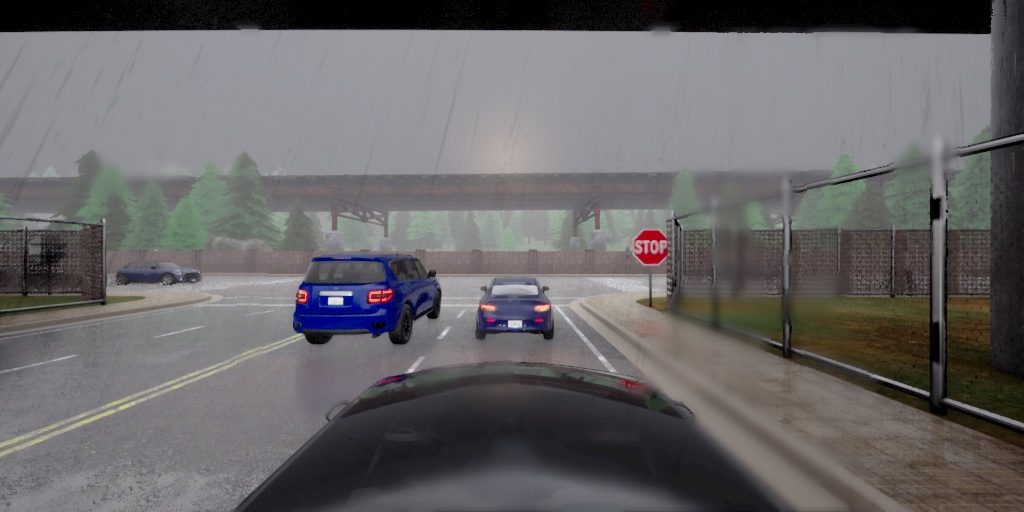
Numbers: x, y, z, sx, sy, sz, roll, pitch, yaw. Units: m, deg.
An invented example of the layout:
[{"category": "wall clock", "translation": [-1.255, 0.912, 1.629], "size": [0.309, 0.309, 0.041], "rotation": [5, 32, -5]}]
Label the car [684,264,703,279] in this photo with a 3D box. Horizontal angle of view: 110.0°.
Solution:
[{"category": "car", "translation": [17.732, 1.252, 31.538], "size": [4.892, 1.490, 1.837], "rotation": [0, 0, 1]}]

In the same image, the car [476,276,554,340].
[{"category": "car", "translation": [0.078, 1.275, 9.895], "size": [1.812, 1.442, 4.674], "rotation": [0, 0, 0]}]

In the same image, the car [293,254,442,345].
[{"category": "car", "translation": [-3.423, 0.971, 9.666], "size": [2.150, 2.045, 5.566], "rotation": [0, 0, 0]}]

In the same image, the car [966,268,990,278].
[{"category": "car", "translation": [42.894, 1.349, 31.247], "size": [4.718, 1.301, 1.895], "rotation": [0, 0, 1]}]

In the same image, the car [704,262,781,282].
[{"category": "car", "translation": [18.211, 1.239, 28.034], "size": [4.902, 1.511, 2.128], "rotation": [0, 0, 1]}]

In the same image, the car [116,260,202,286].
[{"category": "car", "translation": [-24.253, 1.100, 24.781], "size": [4.553, 1.767, 2.097], "rotation": [0, 0, 0]}]

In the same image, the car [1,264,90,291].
[{"category": "car", "translation": [-28.173, 1.253, 21.251], "size": [4.892, 1.490, 1.837], "rotation": [0, 0, 0]}]

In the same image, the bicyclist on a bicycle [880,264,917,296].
[{"category": "bicyclist on a bicycle", "translation": [18.335, 1.050, 17.049], "size": [0.582, 1.620, 1.656], "rotation": [0, 0, 1]}]
